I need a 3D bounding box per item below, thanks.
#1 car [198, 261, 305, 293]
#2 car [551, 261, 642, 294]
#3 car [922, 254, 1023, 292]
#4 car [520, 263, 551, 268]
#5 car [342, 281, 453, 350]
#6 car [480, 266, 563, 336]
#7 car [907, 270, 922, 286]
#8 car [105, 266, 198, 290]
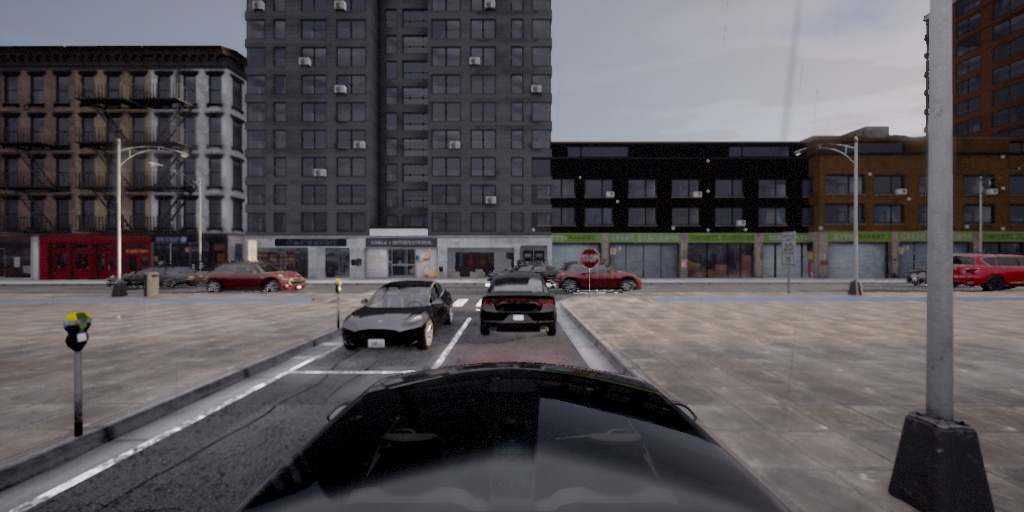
[{"bbox_3d":[-13.972,1.139,19.751,4.553,1.767,2.097,0,0,0],"label":"car"},{"bbox_3d":[4.669,1.093,19.694,4.553,1.767,2.097,0,0,0],"label":"car"},{"bbox_3d":[26.594,0.922,19.626,5.566,2.045,2.150,0,0,0],"label":"car"},{"bbox_3d":[1.011,1.220,22.656,5.008,1.535,1.882,0,0,0],"label":"car"},{"bbox_3d":[-2.619,1.317,9.118,1.948,1.339,4.313,0,0,0],"label":"car"},{"bbox_3d":[0.183,1.229,10.495,1.882,1.535,5.008,0,0,1],"label":"car"},{"bbox_3d":[27.887,1.183,22.571,4.902,1.511,2.128,0,0,0],"label":"car"},{"bbox_3d":[-22.244,1.349,22.726,5.357,1.411,2.033,0,0,0],"label":"car"}]
